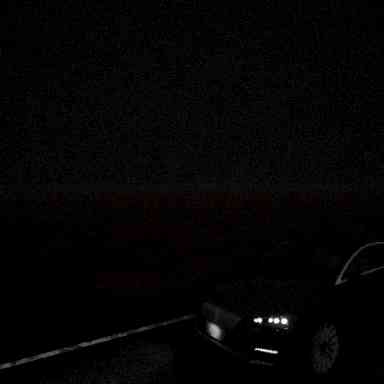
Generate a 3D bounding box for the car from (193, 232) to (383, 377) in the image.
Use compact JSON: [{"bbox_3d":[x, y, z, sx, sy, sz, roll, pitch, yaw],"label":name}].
[{"bbox_3d":[2.284,1.486,5.620,4.902,1.511,2.128,0,0,-36],"label":"car"}]
